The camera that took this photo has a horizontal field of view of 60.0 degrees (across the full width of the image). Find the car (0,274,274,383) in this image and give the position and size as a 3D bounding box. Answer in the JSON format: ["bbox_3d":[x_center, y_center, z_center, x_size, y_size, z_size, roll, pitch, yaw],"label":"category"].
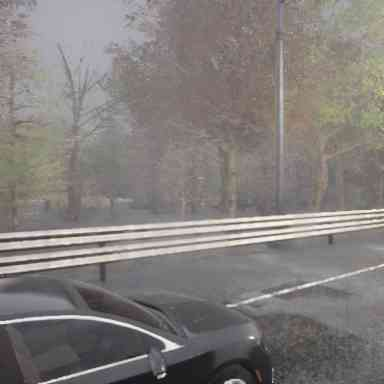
[{"bbox_3d":[-1.399,1.505,2.748,4.892,1.490,1.837,0,0,-36],"label":"car"}]
